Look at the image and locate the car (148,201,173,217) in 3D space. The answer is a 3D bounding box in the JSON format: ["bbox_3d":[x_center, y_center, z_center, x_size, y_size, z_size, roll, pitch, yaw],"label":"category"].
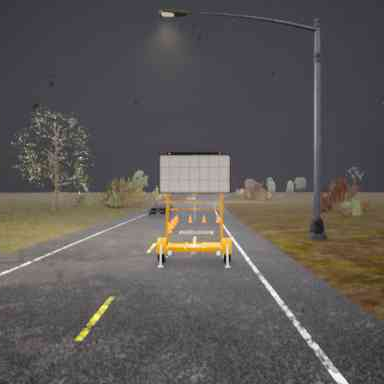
[{"bbox_3d":[-2.924,1.582,31.532,1.895,1.301,4.718,0,0,2],"label":"car"}]

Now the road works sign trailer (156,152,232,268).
[{"bbox_3d":[0.088,0.458,11.274,2.380,3.560,2.880,0,0,1],"label":"road works sign trailer"}]

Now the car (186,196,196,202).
[{"bbox_3d":[-0.248,1.542,72.438,1.895,1.301,4.718,0,0,5],"label":"car"}]
